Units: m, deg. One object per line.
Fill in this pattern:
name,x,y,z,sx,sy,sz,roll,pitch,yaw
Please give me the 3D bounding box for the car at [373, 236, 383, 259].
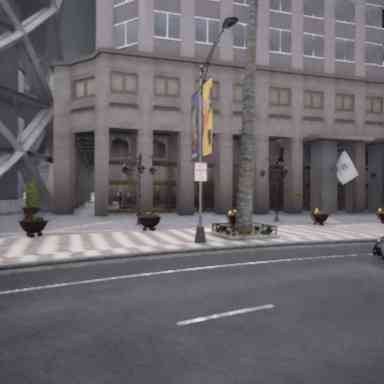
car,8.061,1.615,10.780,4.181,1.385,1.994,0,0,-18
